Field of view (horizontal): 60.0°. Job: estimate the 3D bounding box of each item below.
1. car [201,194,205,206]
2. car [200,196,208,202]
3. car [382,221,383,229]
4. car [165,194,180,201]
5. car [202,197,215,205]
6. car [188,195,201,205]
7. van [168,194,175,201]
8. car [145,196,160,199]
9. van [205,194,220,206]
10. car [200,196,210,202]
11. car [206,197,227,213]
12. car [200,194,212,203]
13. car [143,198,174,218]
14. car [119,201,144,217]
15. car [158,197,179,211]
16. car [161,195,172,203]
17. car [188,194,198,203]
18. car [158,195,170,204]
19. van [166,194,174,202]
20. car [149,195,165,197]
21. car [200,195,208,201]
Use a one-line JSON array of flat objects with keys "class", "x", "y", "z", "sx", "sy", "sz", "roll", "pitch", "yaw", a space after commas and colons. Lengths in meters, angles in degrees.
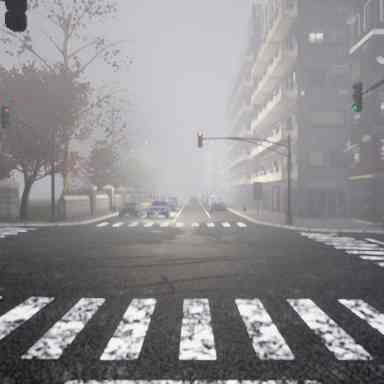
[{"class": "car", "x": 2.887, "y": 1.468, "z": 53.542, "sx": 1.967, "sy": 1.590, "sz": 4.097, "roll": 0, "pitch": 0, "yaw": 0}, {"class": "car", "x": 2.988, "y": 1.618, "z": 81.692, "sx": 1.887, "sy": 1.381, "sz": 4.507, "roll": 0, "pitch": 0, "yaw": 0}, {"class": "car", "x": 13.533, "y": 1.600, "z": 18.659, "sx": 5.009, "sy": 1.841, "sz": 2.192, "roll": 1, "pitch": -1, "yaw": 0}, {"class": "car", "x": -2.894, "y": 1.530, "z": 50.558, "sx": 1.837, "sy": 1.490, "sz": 4.892, "roll": 0, "pitch": 0, "yaw": 1}, {"class": "car", "x": 2.906, "y": 1.587, "z": 59.172, "sx": 2.008, "sy": 1.369, "sz": 4.403, "roll": 0, "pitch": 0, "yaw": 0}, {"class": "car", "x": 0.316, "y": 1.562, "z": 59.163, "sx": 1.812, "sy": 1.442, "sz": 4.674, "roll": 0, "pitch": 0, "yaw": 0}, {"class": "van", "x": -5.371, "y": 1.427, "z": 87.352, "sx": 1.690, "sy": 1.788, "sz": 3.998, "roll": 0, "pitch": 0, "yaw": 0}, {"class": "car", "x": -5.535, "y": 1.541, "z": 42.142, "sx": 1.752, "sy": 1.417, "sz": 4.829, "roll": 0, "pitch": 0, "yaw": 0}, {"class": "van", "x": 2.847, "y": 1.357, "z": 42.281, "sx": 1.690, "sy": 1.788, "sz": 3.998, "roll": 0, "pitch": 0, "yaw": 0}, {"class": "car", "x": 2.968, "y": 1.613, "z": 76.062, "sx": 2.008, "sy": 1.369, "sz": 4.403, "roll": 0, "pitch": 0, "yaw": 0}, {"class": "car", "x": 2.825, "y": 1.556, "z": 36.650, "sx": 1.887, "sy": 1.381, "sz": 4.507, "roll": 0, "pitch": 0, "yaw": 0}, {"class": "car", "x": 2.949, "y": 1.368, "z": 70.432, "sx": 2.192, "sy": 1.841, "sz": 5.009, "roll": 0, "pitch": 0, "yaw": 0}, {"class": "car", "x": -2.983, "y": 1.533, "z": 30.443, "sx": 1.812, "sy": 1.442, "sz": 4.674, "roll": 0, "pitch": 0, "yaw": 0}, {"class": "car", "x": -5.575, "y": 1.573, "z": 31.051, "sx": 1.947, "sy": 1.339, "sz": 4.313, "roll": 0, "pitch": 0, "yaw": 0}, {"class": "car", "x": -2.947, "y": 1.615, "z": 40.367, "sx": 1.895, "sy": 1.301, "sz": 4.718, "roll": 0, "pitch": 0, "yaw": 0}, {"class": "car", "x": -5.432, "y": 1.493, "z": 70.462, "sx": 1.967, "sy": 1.590, "sz": 4.097, "roll": 0, "pitch": 0, "yaw": 0}, {"class": "car", "x": 0.270, "y": 1.409, "z": 71.543, "sx": 2.097, "sy": 1.767, "sz": 4.553, "roll": 0, "pitch": 0, "yaw": 0}, {"class": "car", "x": -5.453, "y": 1.484, "z": 64.833, "sx": 1.967, "sy": 1.590, "sz": 4.097, "roll": 0, "pitch": 0, "yaw": 0}, {"class": "van", "x": -5.392, "y": 1.415, "z": 81.723, "sx": 1.690, "sy": 1.788, "sz": 3.998, "roll": 0, "pitch": 0, "yaw": 0}, {"class": "car", "x": -5.514, "y": 1.337, "z": 47.942, "sx": 2.192, "sy": 1.841, "sz": 5.009, "roll": 0, "pitch": 0, "yaw": 0}, {"class": "car", "x": 3.009, "y": 1.526, "z": 87.321, "sx": 1.967, "sy": 1.590, "sz": 4.097, "roll": 0, "pitch": 0, "yaw": 0}]
